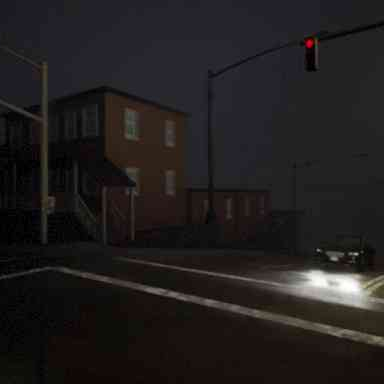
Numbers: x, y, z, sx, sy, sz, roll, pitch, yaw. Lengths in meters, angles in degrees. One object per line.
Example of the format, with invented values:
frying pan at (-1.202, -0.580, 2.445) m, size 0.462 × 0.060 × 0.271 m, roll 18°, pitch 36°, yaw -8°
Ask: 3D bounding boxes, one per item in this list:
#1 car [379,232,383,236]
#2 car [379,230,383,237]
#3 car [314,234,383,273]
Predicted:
car at (43.736, 9.428, 73.233) m, size 2.038 × 1.542 × 4.974 m, roll 0°, pitch 0°, yaw -11°
car at (43.725, 9.271, 73.285) m, size 1.853 × 1.218 × 4.536 m, roll 0°, pitch 0°, yaw -11°
car at (6.975, 2.693, 14.951) m, size 2.128 × 1.511 × 4.902 m, roll -1°, pitch -9°, yaw 36°
